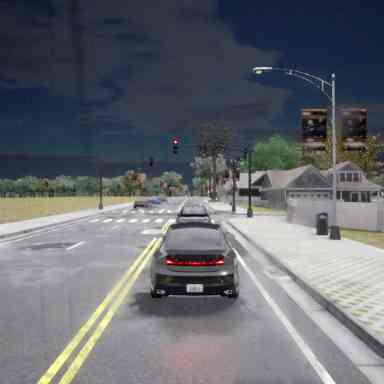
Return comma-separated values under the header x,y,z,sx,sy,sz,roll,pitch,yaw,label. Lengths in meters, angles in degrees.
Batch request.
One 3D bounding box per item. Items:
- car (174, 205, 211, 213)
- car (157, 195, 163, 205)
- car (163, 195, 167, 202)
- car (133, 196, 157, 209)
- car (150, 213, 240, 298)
x,y,z,sx,sy,sz,roll,pitch,yaw,label
0.056,1.500,18.770,2.128,1.511,4.902,0,0,-2,car
-6.639,1.477,58.134,1.882,1.535,5.008,0,0,0,car
-6.572,1.361,73.089,2.097,1.767,4.553,0,0,0,car
-6.621,1.553,45.537,2.033,1.411,5.357,0,0,4,car
0.075,1.509,8.500,1.837,1.490,4.892,0,0,1,car
